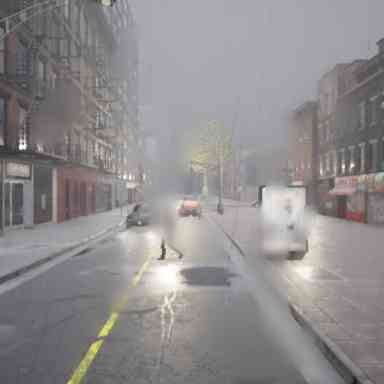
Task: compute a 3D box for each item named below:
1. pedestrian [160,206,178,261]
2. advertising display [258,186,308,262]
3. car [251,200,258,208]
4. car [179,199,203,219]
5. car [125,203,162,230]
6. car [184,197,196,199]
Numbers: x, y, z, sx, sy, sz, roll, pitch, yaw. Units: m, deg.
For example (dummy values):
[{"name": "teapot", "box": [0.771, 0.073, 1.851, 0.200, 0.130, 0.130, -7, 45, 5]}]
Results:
[{"name": "pedestrian", "box": [-0.756, 1.282, 10.754, 0.375, 1.860, 0.375, 0, 0, -10]}, {"name": "advertising display", "box": [2.954, 1.015, 10.785, 1.540, 2.440, 0.280, 0, 0, 0]}, {"name": "car", "box": [10.688, 1.475, 48.798, 4.097, 1.590, 1.967, 0, 0, 0]}, {"name": "car", "box": [-0.072, 1.576, 28.718, 1.895, 1.301, 4.718, 0, 0, 0]}, {"name": "car", "box": [-2.946, 1.485, 21.051, 1.837, 1.490, 4.892, 0, 0, 0]}, {"name": "car", "box": [-0.188, 1.320, 38.623, 2.097, 1.767, 4.553, 0, 0, 0]}]
